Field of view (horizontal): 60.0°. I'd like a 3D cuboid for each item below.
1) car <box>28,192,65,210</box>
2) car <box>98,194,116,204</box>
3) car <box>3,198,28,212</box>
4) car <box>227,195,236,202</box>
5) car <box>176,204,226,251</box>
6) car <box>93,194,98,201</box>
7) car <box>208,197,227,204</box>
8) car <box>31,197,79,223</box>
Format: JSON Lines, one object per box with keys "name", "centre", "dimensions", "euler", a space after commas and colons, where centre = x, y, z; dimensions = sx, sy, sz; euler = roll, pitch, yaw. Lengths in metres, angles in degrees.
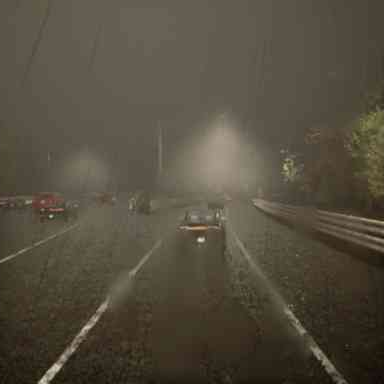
{"name": "car", "centre": [-14.301, 1.039, 33.738], "dimensions": [2.150, 2.045, 5.566], "euler": [0, 0, -8]}
{"name": "car", "centre": [-13.453, 1.052, 53.820], "dimensions": [2.097, 1.767, 4.553], "euler": [0, 0, -8]}
{"name": "car", "centre": [-18.035, 1.361, 35.267], "dimensions": [2.033, 1.411, 5.357], "euler": [0, 0, -8]}
{"name": "car", "centre": [8.706, 1.388, 73.696], "dimensions": [1.882, 1.535, 5.008], "euler": [0, 0, 14]}
{"name": "car", "centre": [0.422, 1.473, 14.024], "dimensions": [2.128, 1.511, 4.902], "euler": [0, 0, 3]}
{"name": "car", "centre": [-18.794, 1.118, 67.378], "dimensions": [2.128, 1.511, 4.902], "euler": [0, 0, -8]}
{"name": "car", "centre": [3.171, 1.527, 43.832], "dimensions": [1.994, 1.385, 4.181], "euler": [0, 0, 8]}
{"name": "car", "centre": [-9.461, 1.358, 23.946], "dimensions": [2.128, 1.511, 4.902], "euler": [0, 0, -8]}
